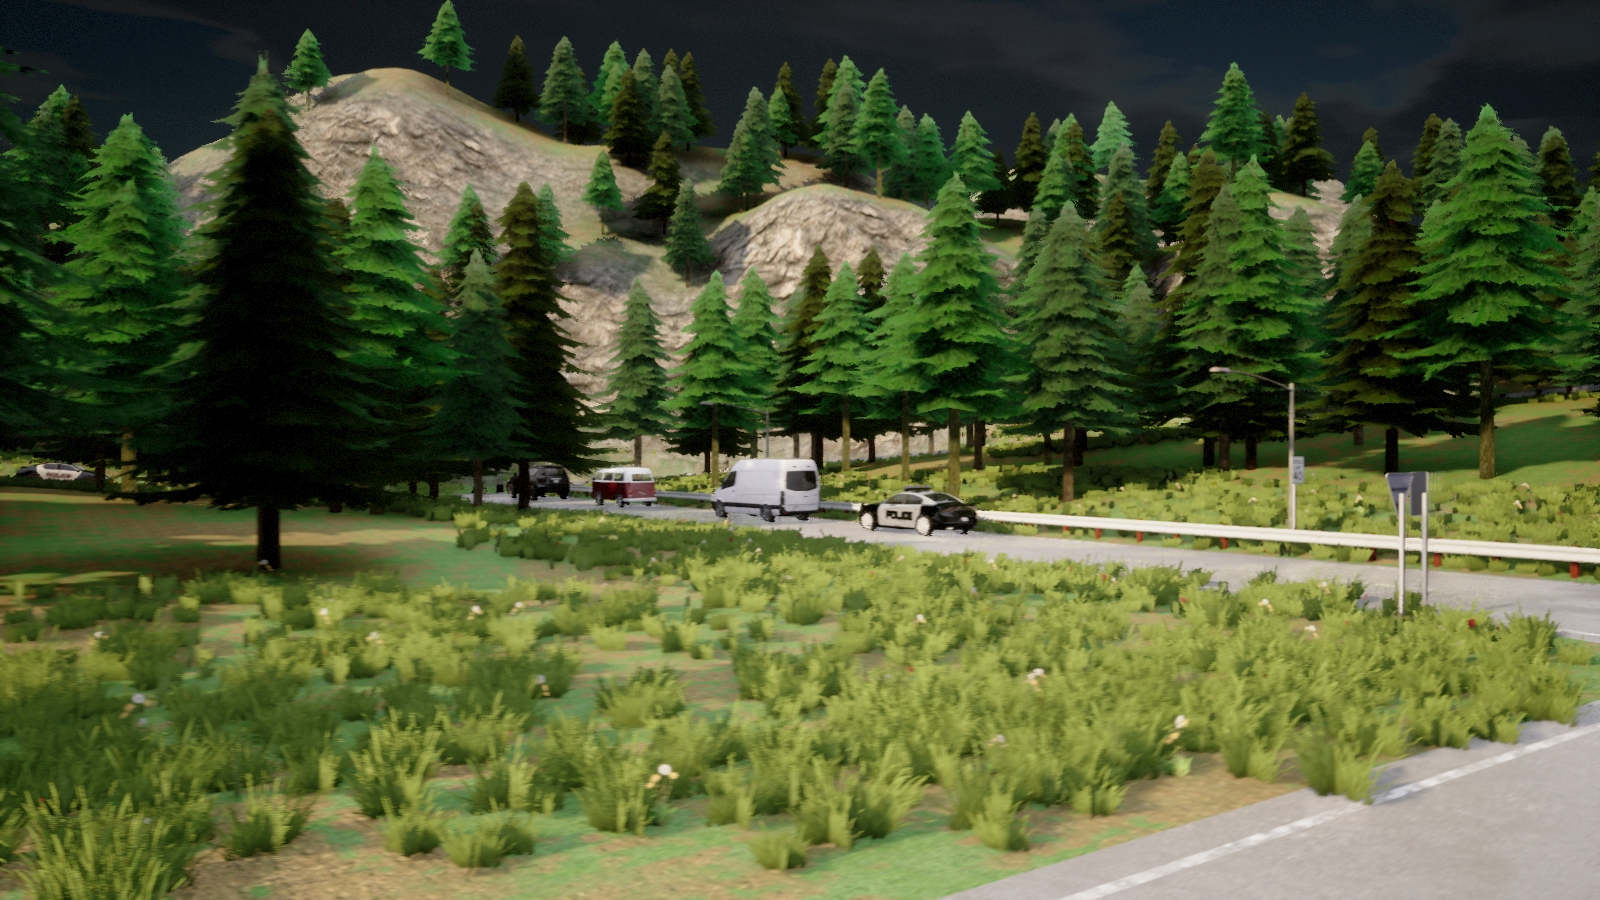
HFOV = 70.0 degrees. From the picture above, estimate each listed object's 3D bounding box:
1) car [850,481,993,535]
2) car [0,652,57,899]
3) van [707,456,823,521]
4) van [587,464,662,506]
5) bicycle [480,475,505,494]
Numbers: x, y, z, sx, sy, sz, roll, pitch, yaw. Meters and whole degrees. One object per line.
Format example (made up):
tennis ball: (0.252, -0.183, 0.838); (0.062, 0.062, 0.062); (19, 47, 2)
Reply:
car: (4.196, 1.982, 40.398); (2.097, 1.638, 5.238); (0, 0, -35)
car: (-4.011, 1.639, 0.995); (5.566, 2.045, 2.150); (0, 0, -35)
van: (-1.579, 1.535, 48.424); (1.988, 2.561, 5.915); (0, 0, -35)
van: (-9.158, 1.782, 59.228); (2.069, 2.038, 4.480); (0, 0, -35)
bicycle: (-19.650, 2.208, 73.085); (1.487, 1.176, 0.859); (0, 2, 42)
